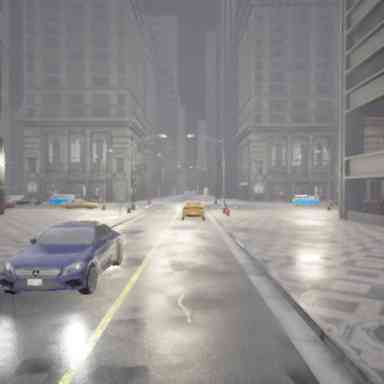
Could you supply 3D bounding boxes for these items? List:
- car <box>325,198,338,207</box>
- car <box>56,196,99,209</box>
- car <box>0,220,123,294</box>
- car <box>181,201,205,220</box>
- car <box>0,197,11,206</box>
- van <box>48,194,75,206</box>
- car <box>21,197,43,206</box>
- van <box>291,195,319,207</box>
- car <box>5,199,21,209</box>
[{"bbox_3d":[23.279,1.602,52.129,4.507,1.381,1.887,0,1,0],"label":"car"},{"bbox_3d":[-14.631,1.589,43.444,4.829,1.417,1.752,0,1,0],"label":"car"},{"bbox_3d":[-3.095,1.525,8.891,1.812,1.442,4.674,0,0,0],"label":"car"},{"bbox_3d":[0.099,1.490,28.468,1.882,1.535,5.008,0,0,0],"label":"car"},{"bbox_3d":[-31.057,1.426,51.913,4.507,1.381,1.887,0,1,0],"label":"car"},{"bbox_3d":[-20.230,1.254,51.951,3.998,1.788,1.690,0,1,0],"label":"van"},{"bbox_3d":[-25.643,1.463,51.933,4.313,1.339,1.947,0,1,0],"label":"car"},{"bbox_3d":[17.754,1.379,52.107,3.998,1.788,1.690,0,1,0],"label":"van"},{"bbox_3d":[-25.381,1.576,43.410,4.507,1.381,1.887,0,1,0],"label":"car"}]
